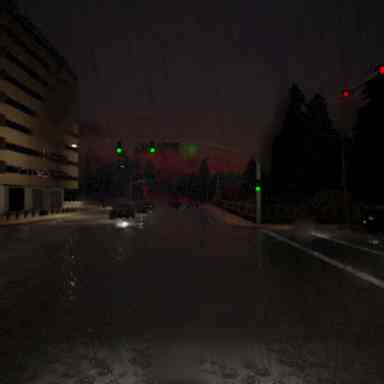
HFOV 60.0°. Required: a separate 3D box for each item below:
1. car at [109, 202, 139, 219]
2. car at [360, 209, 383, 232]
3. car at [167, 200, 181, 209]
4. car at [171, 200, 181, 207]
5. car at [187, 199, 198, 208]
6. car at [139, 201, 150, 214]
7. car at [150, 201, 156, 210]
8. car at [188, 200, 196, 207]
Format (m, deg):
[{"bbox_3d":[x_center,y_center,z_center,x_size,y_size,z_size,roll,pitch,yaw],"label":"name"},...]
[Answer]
[{"bbox_3d":[-7.083,1.930,34.120,1.882,1.535,5.008,0,-1,0],"label":"car"},{"bbox_3d":[13.043,1.428,19.710,5.566,2.045,2.150,0,-1,2],"label":"car"},{"bbox_3d":[-3.394,2.330,59.168,2.033,1.411,5.357,0,-1,1],"label":"car"},{"bbox_3d":[-3.488,2.447,73.352,1.882,1.535,5.008,0,-1,0],"label":"car"},{"bbox_3d":[0.110,2.198,63.950,2.097,1.767,4.553,0,-1,0],"label":"car"},{"bbox_3d":[-7.078,2.110,44.158,1.812,1.442,4.674,0,-1,0],"label":"car"},{"bbox_3d":[-7.067,2.225,54.474,1.837,1.490,4.892,0,-1,0],"label":"car"},{"bbox_3d":[0.011,2.497,73.593,1.812,1.442,4.674,0,-1,0],"label":"car"}]
